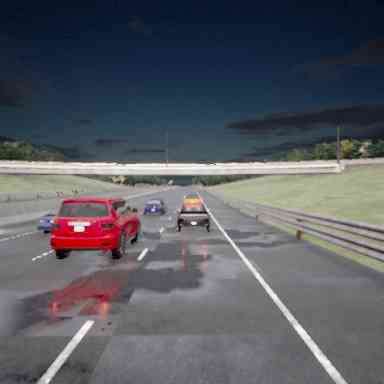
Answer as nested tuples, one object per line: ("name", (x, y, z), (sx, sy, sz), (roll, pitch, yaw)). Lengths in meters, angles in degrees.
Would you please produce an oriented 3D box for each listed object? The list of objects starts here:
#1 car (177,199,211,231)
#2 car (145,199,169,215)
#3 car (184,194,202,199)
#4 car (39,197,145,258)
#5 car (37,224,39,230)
("car", (0.099, 1.440, 20.163), (2.128, 1.511, 4.902), (0, 0, 0))
("car", (-3.403, 1.361, 31.363), (1.812, 1.442, 4.674), (0, 1, 0))
("car", (0.097, 1.055, 38.610), (2.097, 1.767, 4.553), (0, 1, 0))
("car", (-3.401, 1.196, 12.703), (2.150, 2.045, 5.566), (0, 0, 0))
("car", (-6.900, 1.501, 19.063), (2.033, 1.411, 5.357), (0, 0, 0))
